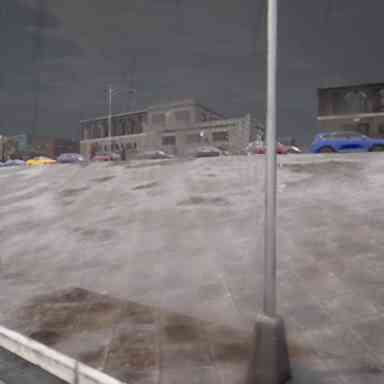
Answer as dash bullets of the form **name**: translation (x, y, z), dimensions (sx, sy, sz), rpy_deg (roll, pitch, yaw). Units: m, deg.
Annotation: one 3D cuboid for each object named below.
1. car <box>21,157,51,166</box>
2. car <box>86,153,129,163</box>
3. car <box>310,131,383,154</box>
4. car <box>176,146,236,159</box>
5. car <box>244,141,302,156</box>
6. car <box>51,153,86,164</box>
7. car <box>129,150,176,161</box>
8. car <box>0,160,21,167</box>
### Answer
- **car**: translation (-17.890, -3.458, 40.134), dimensions (5.008, 1.535, 2.097), rpy_deg (1, 0, 32)
- **car**: translation (-8.170, -3.332, 34.469), dimensions (4.792, 1.488, 2.163), rpy_deg (1, 0, 30)
- **car**: translation (11.659, -3.361, 24.524), dimensions (5.566, 2.045, 2.435), rpy_deg (1, 1, 25)
- **car**: translation (1.502, -3.266, 29.356), dimensions (4.892, 1.521, 2.231), rpy_deg (1, 0, 27)
- **car**: translation (6.570, -3.325, 26.888), dimensions (4.553, 1.767, 2.185), rpy_deg (1, 1, 26)
- **car**: translation (-13.151, -3.536, 37.295), dimensions (4.553, 1.767, 2.185), rpy_deg (1, 0, 31)
- **car**: translation (-3.318, -3.274, 31.838), dimensions (4.674, 1.452, 2.002), rpy_deg (1, 0, 28)
- **car**: translation (-22.588, -3.466, 43.087), dimensions (4.674, 1.452, 2.002), rpy_deg (1, 0, 33)
